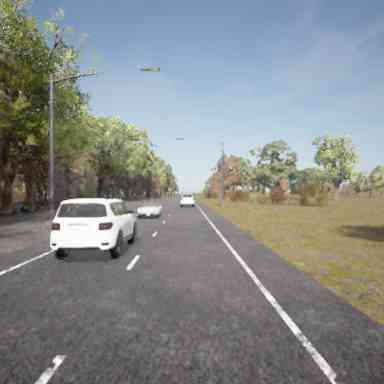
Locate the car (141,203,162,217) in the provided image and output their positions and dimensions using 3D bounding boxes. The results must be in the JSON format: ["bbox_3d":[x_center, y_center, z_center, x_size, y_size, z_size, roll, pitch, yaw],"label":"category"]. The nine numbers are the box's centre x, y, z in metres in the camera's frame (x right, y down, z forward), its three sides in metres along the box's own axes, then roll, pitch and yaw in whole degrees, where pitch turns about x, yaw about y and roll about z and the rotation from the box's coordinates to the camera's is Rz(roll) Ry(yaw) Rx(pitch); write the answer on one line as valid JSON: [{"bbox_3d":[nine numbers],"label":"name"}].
[{"bbox_3d":[-3.873,1.674,31.482,1.895,1.301,4.718,0,0,-1],"label":"car"}]

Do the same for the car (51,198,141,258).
[{"bbox_3d":[-3.591,1.263,13.105,2.150,2.045,5.566,0,0,-1],"label":"car"}]

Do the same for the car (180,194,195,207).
[{"bbox_3d":[-0.728,1.314,54.190,2.150,2.045,5.566,0,0,-1],"label":"car"}]

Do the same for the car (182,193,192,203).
[{"bbox_3d":[-1.121,1.353,73.341,2.150,2.045,5.566,0,0,-1],"label":"car"}]
